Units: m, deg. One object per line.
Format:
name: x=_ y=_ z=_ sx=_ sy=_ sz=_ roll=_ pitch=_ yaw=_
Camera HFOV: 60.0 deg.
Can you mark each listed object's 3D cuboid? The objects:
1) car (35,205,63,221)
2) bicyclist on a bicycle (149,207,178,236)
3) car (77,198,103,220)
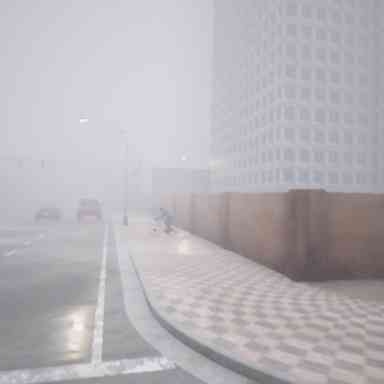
car: x=-13.284 y=1.897 z=31.091 sx=1.994 sy=1.385 sz=4.181 roll=2 pitch=-1 yaw=-14
bicyclist on a bicycle: x=-1.572 y=1.655 z=18.510 sx=1.656 sy=1.620 sz=0.582 roll=1 pitch=-1 yaw=-14
car: x=-10.212 y=1.673 z=33.255 sx=2.150 sy=2.045 sz=5.566 roll=2 pitch=-1 yaw=-14
